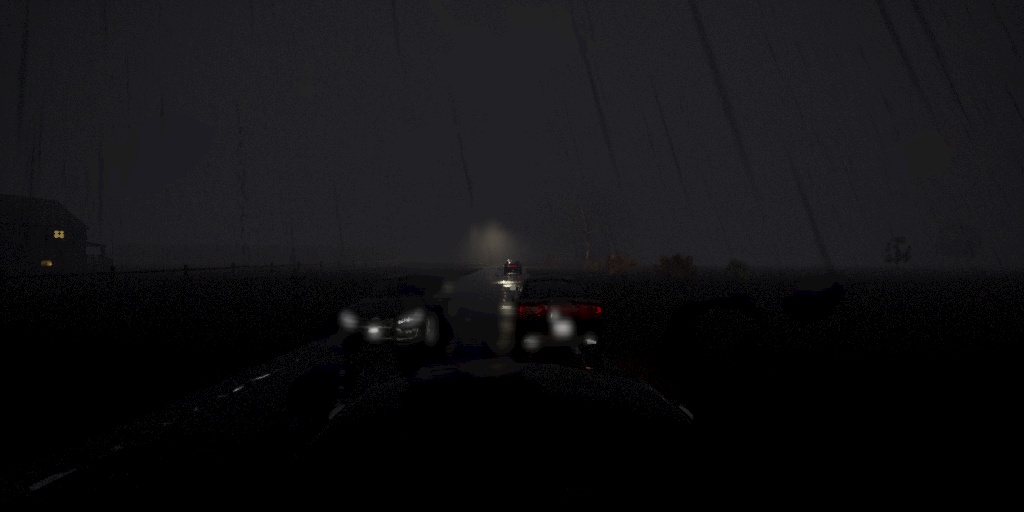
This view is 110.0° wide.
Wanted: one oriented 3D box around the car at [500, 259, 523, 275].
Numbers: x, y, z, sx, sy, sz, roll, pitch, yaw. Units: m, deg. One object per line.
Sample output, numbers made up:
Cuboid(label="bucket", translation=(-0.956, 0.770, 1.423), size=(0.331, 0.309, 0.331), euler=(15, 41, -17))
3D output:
Cuboid(label="car", translation=(0.101, 1.234, 38.678), size=(2.128, 1.511, 4.902), euler=(0, 0, 0))

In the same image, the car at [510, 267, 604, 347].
Cuboid(label="car", translation=(0.969, 1.226, 9.317), size=(1.882, 1.535, 5.008), euler=(0, 0, 0))

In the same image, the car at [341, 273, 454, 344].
Cuboid(label="car", translation=(-2.744, 1.253, 9.613), size=(1.837, 1.490, 4.892), euler=(0, 0, 0))
